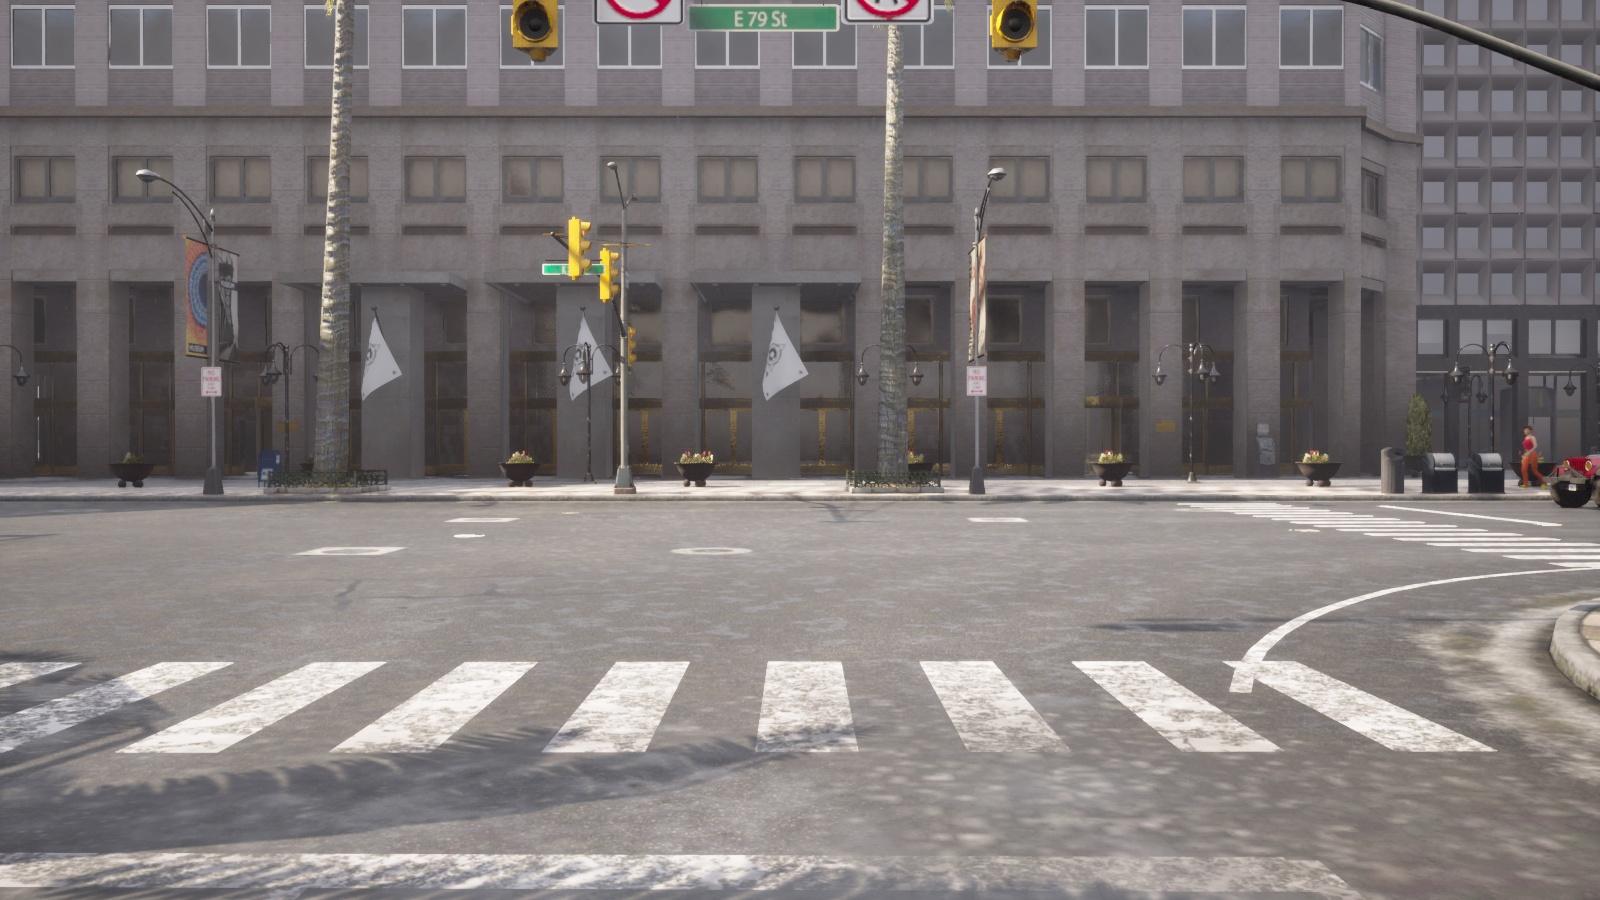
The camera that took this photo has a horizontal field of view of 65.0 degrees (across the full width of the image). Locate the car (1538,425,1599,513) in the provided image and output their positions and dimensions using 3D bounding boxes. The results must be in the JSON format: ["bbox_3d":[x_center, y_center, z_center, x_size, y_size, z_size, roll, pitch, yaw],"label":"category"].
[{"bbox_3d":[18.784,0.401,27.708,3.866,1.878,1.905,0,0,1],"label":"car"}]

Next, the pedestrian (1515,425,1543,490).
[{"bbox_3d":[20.899,0.217,36.014,0.594,1.836,0.345,0,0,-8],"label":"pedestrian"}]
